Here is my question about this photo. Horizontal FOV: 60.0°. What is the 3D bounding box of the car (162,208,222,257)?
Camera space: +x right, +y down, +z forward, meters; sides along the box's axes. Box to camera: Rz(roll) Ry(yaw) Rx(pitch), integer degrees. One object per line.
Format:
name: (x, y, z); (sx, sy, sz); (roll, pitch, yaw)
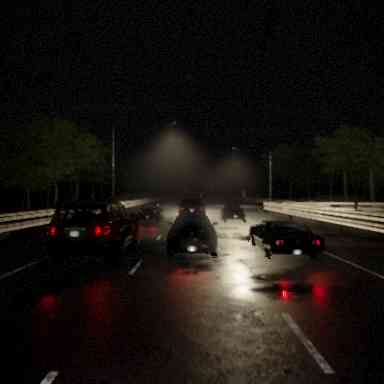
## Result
car: (0.020, 1.646, 13.499); (1.837, 1.490, 4.892); (0, 0, 0)

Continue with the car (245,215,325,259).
car: (3.518, 1.737, 13.269); (1.895, 1.301, 4.718); (0, -1, 1)

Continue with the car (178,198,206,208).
car: (0.010, 1.500, 27.592); (2.150, 2.045, 5.566); (0, 0, 0)

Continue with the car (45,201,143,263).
car: (-3.489, 1.355, 12.598); (2.150, 2.045, 5.566); (0, 0, 0)

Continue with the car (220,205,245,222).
car: (3.522, 1.811, 28.900); (1.812, 1.442, 4.674); (0, 0, 0)

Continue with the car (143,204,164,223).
car: (-3.481, 1.776, 28.512); (2.128, 1.511, 4.902); (0, 0, 0)
